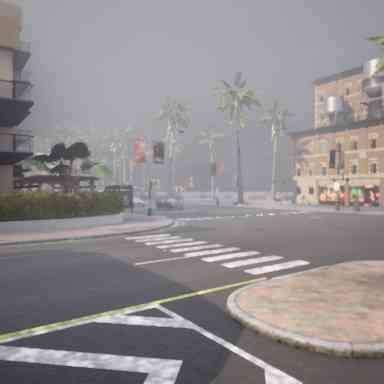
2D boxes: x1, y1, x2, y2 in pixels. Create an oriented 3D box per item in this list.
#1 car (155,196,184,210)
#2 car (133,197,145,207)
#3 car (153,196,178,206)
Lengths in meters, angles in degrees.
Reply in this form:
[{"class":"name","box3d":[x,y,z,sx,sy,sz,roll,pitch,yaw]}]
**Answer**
[{"class":"car","box3d":[-2.895,1.490,41.653,1.812,1.442,4.674,0,0,-35]},{"class":"car","box3d":[-8.712,1.490,49.949,1.812,1.442,4.674,0,0,-35]},{"class":"car","box3d":[-4.559,1.444,56.532,2.128,1.511,4.902,0,0,-35]}]
